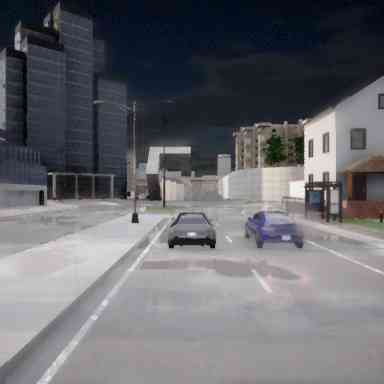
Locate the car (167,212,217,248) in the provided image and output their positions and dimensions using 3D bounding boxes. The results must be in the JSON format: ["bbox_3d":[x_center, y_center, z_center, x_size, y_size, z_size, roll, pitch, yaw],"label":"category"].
[{"bbox_3d":[0.000,1.573,14.650,1.994,1.385,4.181,0,0,0],"label":"car"}]

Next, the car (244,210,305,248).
[{"bbox_3d":[3.500,1.533,14.650,1.812,1.442,4.674,0,0,0],"label":"car"}]
